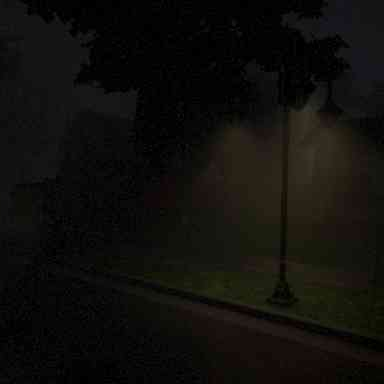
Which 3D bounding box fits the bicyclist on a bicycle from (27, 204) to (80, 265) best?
[{"bbox_3d":[-3.943,1.135,9.460,0.582,1.620,1.656,2,10,36],"label":"bicyclist on a bicycle"}]
